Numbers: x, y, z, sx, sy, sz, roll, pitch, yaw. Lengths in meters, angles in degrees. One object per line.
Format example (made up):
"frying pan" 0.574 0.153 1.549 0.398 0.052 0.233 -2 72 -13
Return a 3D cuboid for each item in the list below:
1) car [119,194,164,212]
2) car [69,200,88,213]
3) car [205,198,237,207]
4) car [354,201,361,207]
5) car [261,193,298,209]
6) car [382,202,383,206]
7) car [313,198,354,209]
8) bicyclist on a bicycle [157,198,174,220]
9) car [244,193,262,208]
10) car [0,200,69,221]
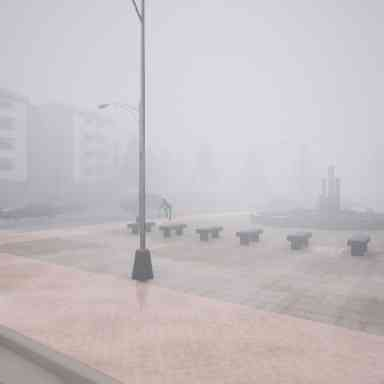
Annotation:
"car" -5.684 1.223 38.400 2.150 2.045 5.566 0 0 44
"car" -13.102 1.526 34.614 1.812 1.442 4.674 0 0 36
"car" 4.321 1.601 50.248 4.718 1.301 1.895 0 0 -28
"car" 22.159 1.601 48.654 4.718 1.301 1.895 0 0 -7
"car" 12.479 1.352 46.104 4.553 1.767 2.097 0 0 -22
"car" 28.784 1.601 45.450 4.718 1.301 1.895 0 0 1
"car" 18.525 1.505 44.302 4.892 1.490 1.837 0 0 -14
"bicyclist on a bicycle" -2.003 1.301 24.805 1.656 1.620 0.582 0 0 33
"car" 10.504 1.226 49.396 5.566 2.045 2.150 0 0 -22
"car" -13.523 1.547 27.988 2.033 1.411 5.357 0 0 33
